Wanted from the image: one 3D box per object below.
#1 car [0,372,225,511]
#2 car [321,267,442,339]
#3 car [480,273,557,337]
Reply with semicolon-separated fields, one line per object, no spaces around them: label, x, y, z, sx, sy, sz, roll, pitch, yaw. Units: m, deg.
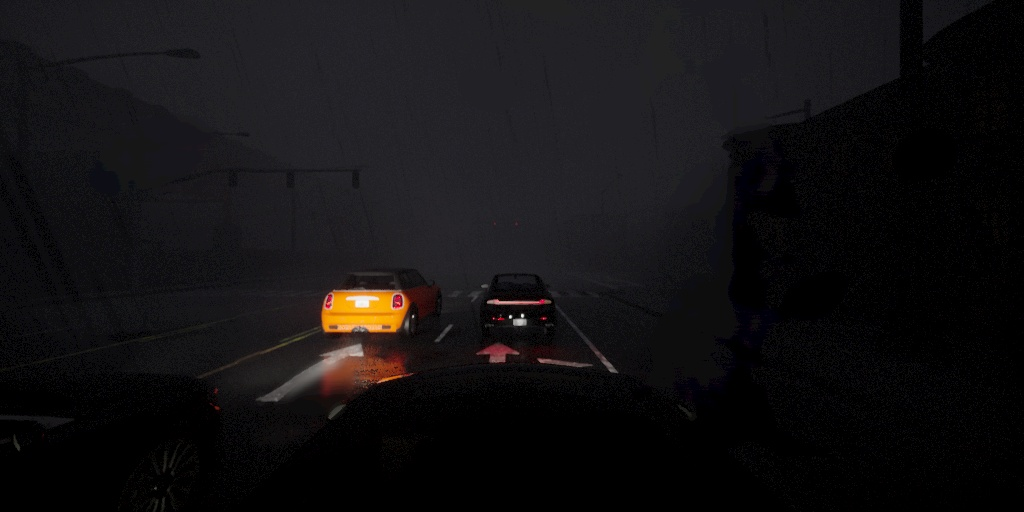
car;-3.400;1.242;1.101;2.128;1.511;4.902;0;0;0
car;-3.394;1.101;10.250;2.097;1.767;4.553;0;0;0
car;0.115;1.241;10.292;2.128;1.511;4.902;0;0;-1
